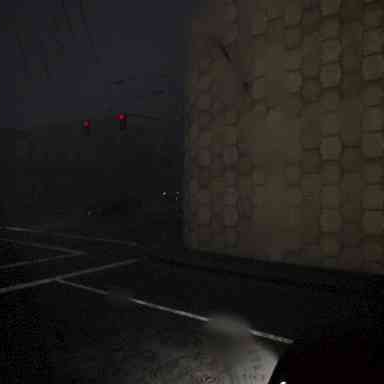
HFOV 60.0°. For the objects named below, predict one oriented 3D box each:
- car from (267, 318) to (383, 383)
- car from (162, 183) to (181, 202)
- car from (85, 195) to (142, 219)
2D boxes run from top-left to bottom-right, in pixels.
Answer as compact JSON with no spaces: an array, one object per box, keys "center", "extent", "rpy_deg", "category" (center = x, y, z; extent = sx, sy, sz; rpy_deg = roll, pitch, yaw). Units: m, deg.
[{"center":[2.591,1.564,2.144],"extent":[4.181,1.385,1.994],"rpy_deg":[0,0,36],"category":"car"},{"center":[-1.005,-0.100,33.182],"extent":[2.097,1.767,4.553],"rpy_deg":[0,9,35],"category":"car"},{"center":[-6.058,1.082,26.055],"extent":[2.128,1.511,4.902],"rpy_deg":[0,5,35],"category":"car"}]
